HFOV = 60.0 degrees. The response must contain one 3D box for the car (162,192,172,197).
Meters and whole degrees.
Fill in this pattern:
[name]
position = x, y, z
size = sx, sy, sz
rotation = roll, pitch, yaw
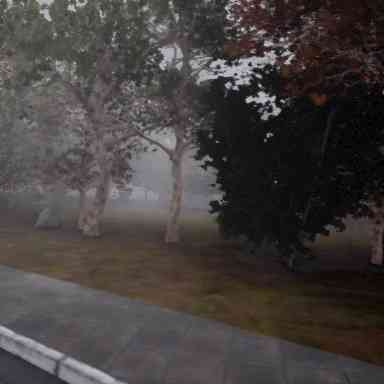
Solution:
[car]
position = -6.093, 0.567, 95.063
size = 2.435, 2.045, 5.566
rotation = 7, 2, 40
